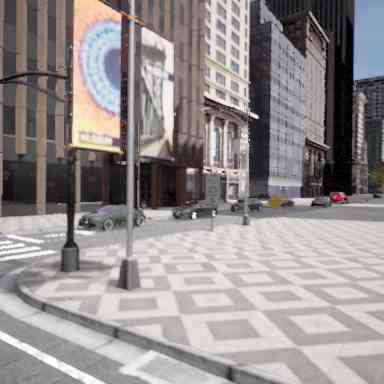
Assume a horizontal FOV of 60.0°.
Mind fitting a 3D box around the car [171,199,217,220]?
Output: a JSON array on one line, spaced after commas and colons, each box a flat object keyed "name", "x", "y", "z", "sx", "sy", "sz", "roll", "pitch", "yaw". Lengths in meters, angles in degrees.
[{"name": "car", "x": 0.283, "y": 1.396, "z": 27.196, "sx": 1.837, "sy": 1.490, "sz": 4.892, "roll": 1, "pitch": 1, "yaw": 35}]

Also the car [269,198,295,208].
[{"name": "car", "x": 11.687, "y": 1.415, "z": 43.244, "sx": 1.895, "sy": 1.301, "sz": 4.718, "roll": 1, "pitch": 1, "yaw": 36}]

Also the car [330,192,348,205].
[{"name": "car", "x": 24.730, "y": 1.008, "z": 56.229, "sx": 2.150, "sy": 2.045, "sz": 5.566, "roll": 1, "pitch": 1, "yaw": 36}]

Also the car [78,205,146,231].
[{"name": "car", "x": -4.728, "y": 1.488, "z": 20.119, "sx": 1.994, "sy": 1.385, "sz": 4.181, "roll": 1, "pitch": 1, "yaw": 35}]

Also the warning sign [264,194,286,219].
[{"name": "warning sign", "x": 6.476, "y": 1.089, "z": 25.876, "sx": 1.300, "sy": 1.860, "sz": 1.060, "roll": 1, "pitch": 0, "yaw": 35}]

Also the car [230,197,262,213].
[{"name": "car", "x": 5.730, "y": 1.359, "z": 34.889, "sx": 1.837, "sy": 1.490, "sz": 4.892, "roll": 1, "pitch": 1, "yaw": 35}]

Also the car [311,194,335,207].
[{"name": "car", "x": 18.335, "y": 1.399, "z": 47.180, "sx": 1.994, "sy": 1.385, "sz": 4.181, "roll": 1, "pitch": 1, "yaw": 35}]
